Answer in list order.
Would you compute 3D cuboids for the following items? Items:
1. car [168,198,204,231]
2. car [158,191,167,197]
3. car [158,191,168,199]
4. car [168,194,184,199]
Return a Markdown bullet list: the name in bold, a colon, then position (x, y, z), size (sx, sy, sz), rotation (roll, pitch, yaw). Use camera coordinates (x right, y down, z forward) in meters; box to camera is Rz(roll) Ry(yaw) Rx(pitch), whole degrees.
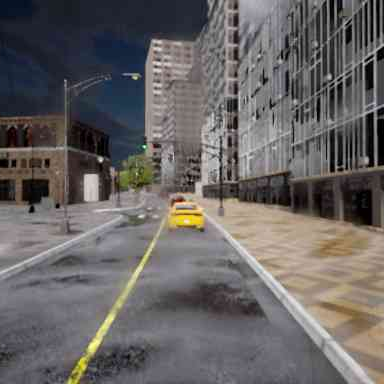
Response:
- **car**: position (-0.359, 1.319, 19.247), size (1.882, 1.535, 5.008), rotation (0, 0, -2)
- **car**: position (-7.844, 0.581, 87.107), size (1.837, 1.490, 4.892), rotation (0, 1, -11)
- **car**: position (-6.176, 0.854, 77.201), size (1.812, 1.442, 4.674), rotation (0, 1, -9)
- **car**: position (-1.666, 1.187, 40.393), size (1.812, 1.442, 4.674), rotation (0, 0, -5)
